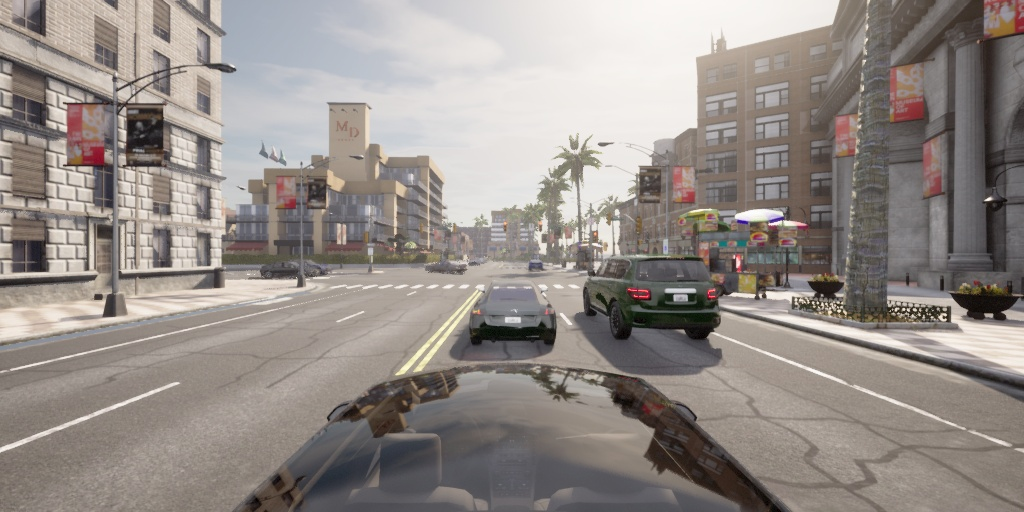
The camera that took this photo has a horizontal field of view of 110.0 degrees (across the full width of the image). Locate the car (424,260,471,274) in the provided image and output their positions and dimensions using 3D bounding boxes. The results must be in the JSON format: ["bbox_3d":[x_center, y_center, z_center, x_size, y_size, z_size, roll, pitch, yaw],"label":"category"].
[{"bbox_3d":[-7.781,1.297,41.989,5.357,1.411,2.033,0,0,33],"label":"car"}]

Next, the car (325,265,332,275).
[{"bbox_3d":[-20.667,1.103,36.024,4.553,1.767,2.097,0,0,-2],"label":"car"}]

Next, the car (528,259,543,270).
[{"bbox_3d":[3.307,1.227,51.032,1.882,1.535,5.008,0,0,0],"label":"car"}]

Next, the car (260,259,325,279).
[{"bbox_3d":[-20.035,1.256,32.439,4.892,1.490,1.837,0,0,1],"label":"car"}]

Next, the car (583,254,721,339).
[{"bbox_3d":[3.526,0.971,10.176,2.150,2.045,5.566,0,0,0],"label":"car"}]

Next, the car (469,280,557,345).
[{"bbox_3d":[0.025,1.314,9.539,1.994,1.385,4.181,0,0,0],"label":"car"}]
